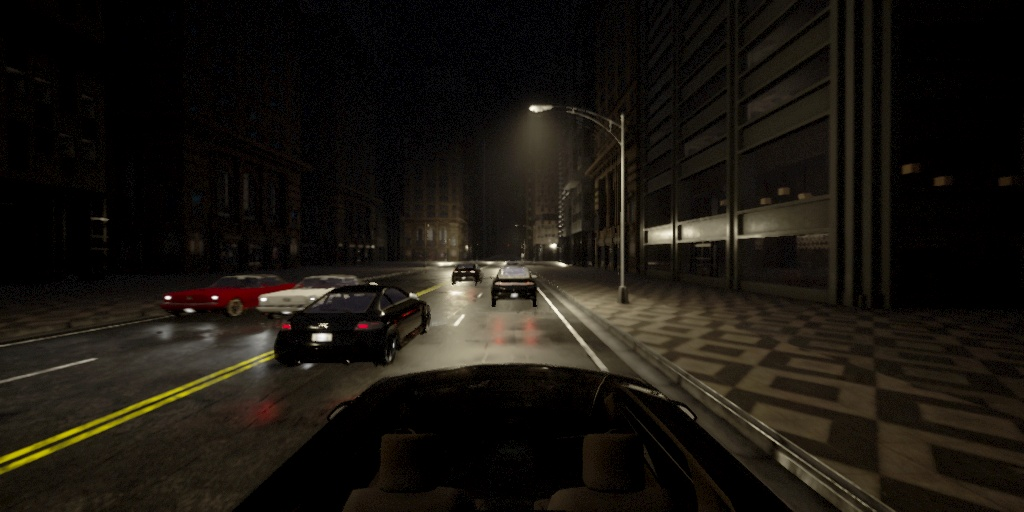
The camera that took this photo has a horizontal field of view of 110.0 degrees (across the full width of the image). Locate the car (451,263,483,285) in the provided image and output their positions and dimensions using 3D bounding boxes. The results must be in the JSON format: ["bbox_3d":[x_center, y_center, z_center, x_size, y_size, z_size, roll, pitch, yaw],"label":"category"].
[{"bbox_3d":[-3.174,1.256,25.979,2.128,1.511,4.902,0,0,0],"label":"car"}]

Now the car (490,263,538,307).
[{"bbox_3d":[0.085,1.245,15.613,2.128,1.511,4.902,0,0,0],"label":"car"}]

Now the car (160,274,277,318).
[{"bbox_3d":[-9.859,1.362,13.167,1.895,1.301,4.718,0,0,0],"label":"car"}]

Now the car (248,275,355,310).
[{"bbox_3d":[-6.610,1.359,12.726,1.895,1.301,4.718,0,0,0],"label":"car"}]

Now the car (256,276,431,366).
[{"bbox_3d":[-3.155,1.317,7.959,1.994,1.385,4.181,0,0,0],"label":"car"}]
